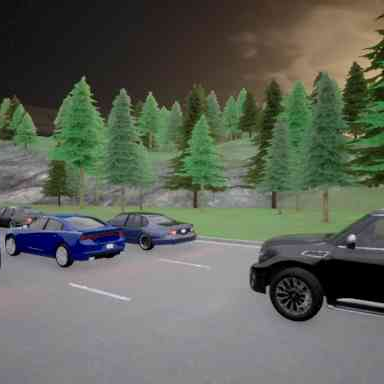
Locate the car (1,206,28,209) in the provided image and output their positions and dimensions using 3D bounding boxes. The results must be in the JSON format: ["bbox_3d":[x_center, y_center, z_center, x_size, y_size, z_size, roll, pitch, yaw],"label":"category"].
[{"bbox_3d":[-10.599,1.560,20.058,5.357,1.411,2.033,0,0,35],"label":"car"}]

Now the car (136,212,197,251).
[{"bbox_3d":[-2.370,1.554,14.254,5.357,1.411,2.033,0,0,35],"label":"car"}]

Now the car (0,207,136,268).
[{"bbox_3d":[-4.492,1.484,11.467,5.008,1.535,1.882,0,0,35],"label":"car"}]

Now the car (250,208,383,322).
[{"bbox_3d":[3.784,1.221,5.594,5.566,2.045,2.150,0,0,35],"label":"car"}]

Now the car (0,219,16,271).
[{"bbox_3d":[-6.944,1.511,8.918,4.892,1.490,1.837,0,0,36],"label":"car"}]
